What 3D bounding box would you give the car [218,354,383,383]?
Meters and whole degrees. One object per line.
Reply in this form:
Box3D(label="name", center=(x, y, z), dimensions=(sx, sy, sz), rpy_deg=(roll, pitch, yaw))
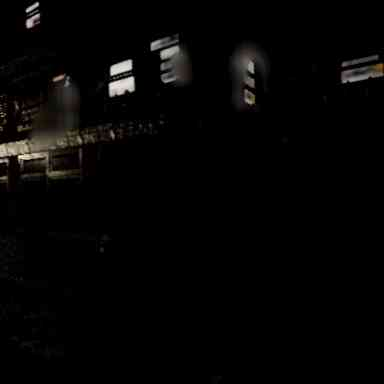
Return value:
Box3D(label="car", center=(1.949, 1.542, 1.430), dimensions=(4.403, 1.369, 2.008), rpy_deg=(0, -1, 34))
